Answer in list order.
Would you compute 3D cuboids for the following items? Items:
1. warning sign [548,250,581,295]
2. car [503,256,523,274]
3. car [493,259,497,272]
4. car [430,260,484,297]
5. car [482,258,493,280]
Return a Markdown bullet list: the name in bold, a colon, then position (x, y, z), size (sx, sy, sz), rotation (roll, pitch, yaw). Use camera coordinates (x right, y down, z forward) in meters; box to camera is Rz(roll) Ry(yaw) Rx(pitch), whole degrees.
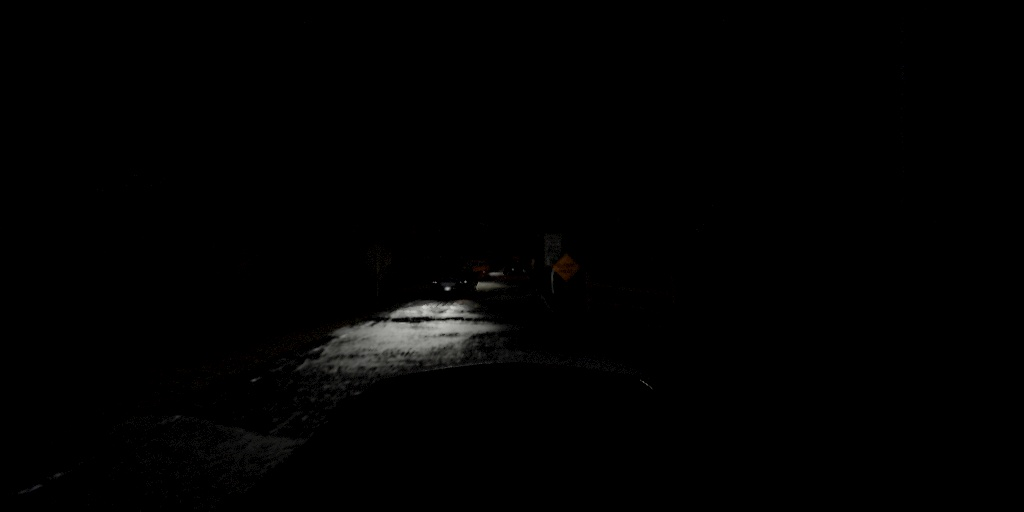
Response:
- **warning sign**: position (2.453, 0.790, 16.177), size (1.300, 1.860, 1.060), rotation (0, 0, 0)
- **car**: position (0.109, 1.049, 36.552), size (2.128, 1.511, 4.902), rotation (0, 0, 0)
- **car**: position (-2.823, 1.032, 41.168), size (1.837, 1.490, 4.892), rotation (0, 0, 0)
- **car**: position (-2.838, 1.157, 18.200), size (2.128, 1.511, 4.902), rotation (0, 0, 0)
- **car**: position (-2.844, 1.082, 29.018), size (1.882, 1.535, 5.008), rotation (0, 0, 0)
